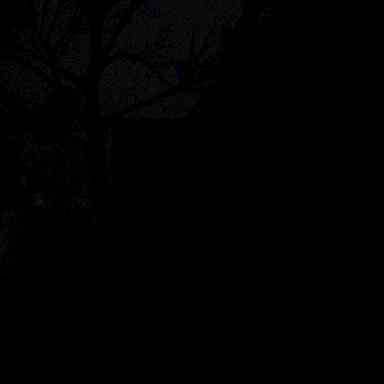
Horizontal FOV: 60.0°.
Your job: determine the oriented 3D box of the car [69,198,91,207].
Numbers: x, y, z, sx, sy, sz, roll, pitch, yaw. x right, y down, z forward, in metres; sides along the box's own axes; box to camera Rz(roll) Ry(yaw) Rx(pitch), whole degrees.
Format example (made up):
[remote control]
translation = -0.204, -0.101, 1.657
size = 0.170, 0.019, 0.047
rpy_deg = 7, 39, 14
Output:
[car]
translation = -18.240, 1.792, 54.659
size = 1.812, 1.442, 4.674
rpy_deg = 1, 0, 12
